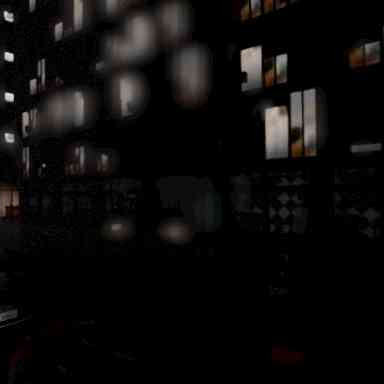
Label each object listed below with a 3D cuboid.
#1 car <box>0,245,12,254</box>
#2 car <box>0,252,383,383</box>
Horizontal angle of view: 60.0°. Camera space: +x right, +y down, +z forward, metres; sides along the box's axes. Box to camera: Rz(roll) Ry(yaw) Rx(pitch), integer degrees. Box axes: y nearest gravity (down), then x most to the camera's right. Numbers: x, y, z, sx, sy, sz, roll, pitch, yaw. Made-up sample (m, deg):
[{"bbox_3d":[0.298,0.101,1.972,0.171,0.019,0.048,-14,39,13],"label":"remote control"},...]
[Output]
[{"bbox_3d":[-4.496,1.619,6.209,4.403,1.369,2.008,-1,-1,35],"label":"car"},{"bbox_3d":[0.144,1.454,2.938,4.097,1.590,1.967,-1,-1,35],"label":"car"}]
